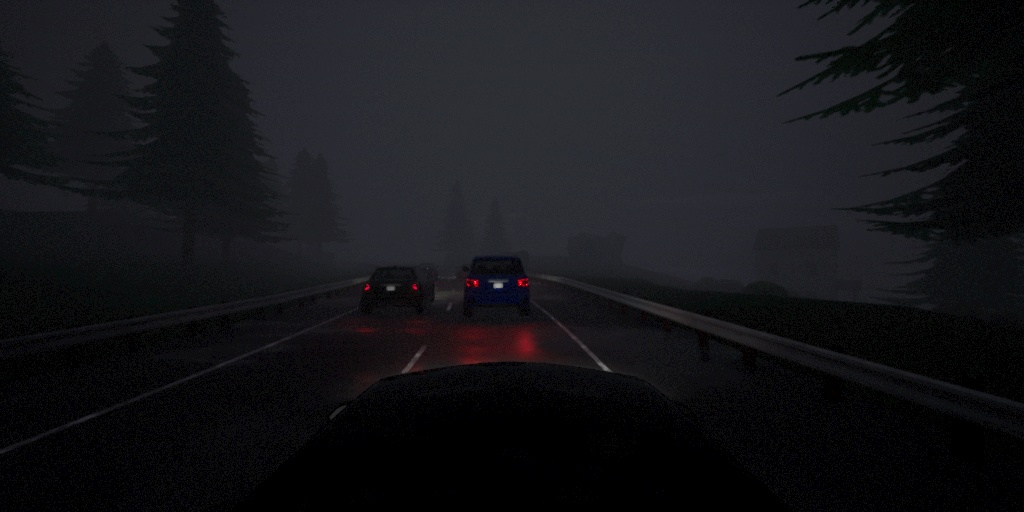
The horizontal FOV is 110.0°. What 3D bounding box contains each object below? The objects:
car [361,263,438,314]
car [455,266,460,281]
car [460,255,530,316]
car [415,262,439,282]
[{"bbox_3d":[-4.288,1.113,14.127,2.097,1.767,4.553,0,0,-6],"label":"car"},{"bbox_3d":[-3.689,1.322,30.550,1.994,1.385,4.181,0,0,-14],"label":"car"},{"bbox_3d":[-0.673,0.974,13.502,2.150,2.045,5.566,0,0,-6],"label":"car"},{"bbox_3d":[-7.228,1.295,30.340,1.812,1.442,4.674,0,0,-14],"label":"car"}]
